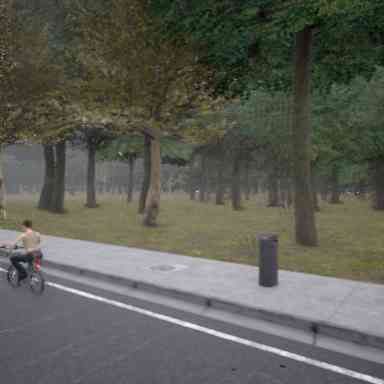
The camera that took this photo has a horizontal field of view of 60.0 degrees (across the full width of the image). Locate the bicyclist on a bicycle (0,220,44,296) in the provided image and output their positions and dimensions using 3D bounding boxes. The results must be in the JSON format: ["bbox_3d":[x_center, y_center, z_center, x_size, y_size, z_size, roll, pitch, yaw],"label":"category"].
[{"bbox_3d":[-3.700,1.413,7.381,1.509,1.612,0.866,0,0,36],"label":"bicyclist on a bicycle"}]
